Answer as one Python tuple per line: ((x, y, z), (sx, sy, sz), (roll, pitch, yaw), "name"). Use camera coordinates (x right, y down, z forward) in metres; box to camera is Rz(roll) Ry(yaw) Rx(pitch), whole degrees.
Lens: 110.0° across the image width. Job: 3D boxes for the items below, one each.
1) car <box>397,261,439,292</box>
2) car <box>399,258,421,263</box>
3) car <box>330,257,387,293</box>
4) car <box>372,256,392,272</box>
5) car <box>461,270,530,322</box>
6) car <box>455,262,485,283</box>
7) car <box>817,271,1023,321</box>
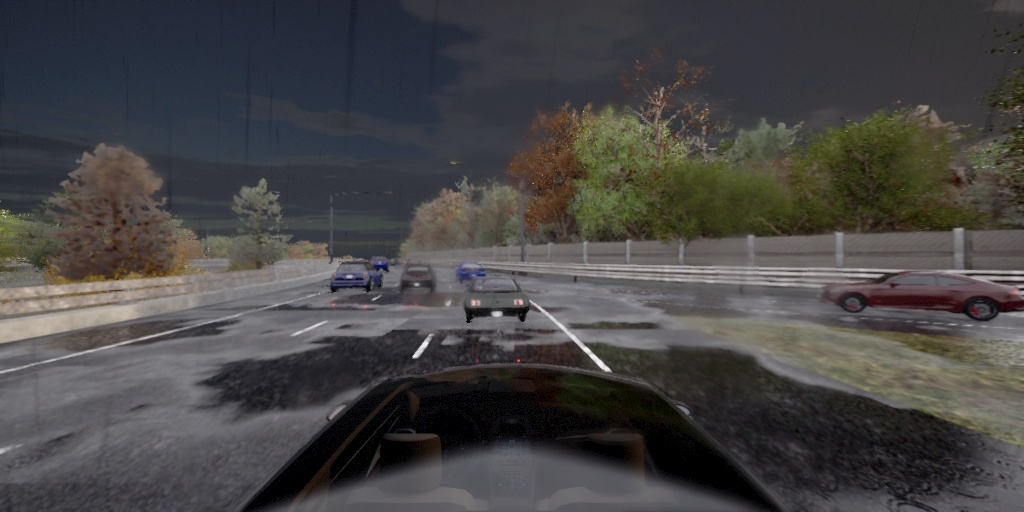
((-5.481, 1.258, 21.415), (1.837, 1.490, 4.892), (0, 0, -10), "car")
((-11.645, 1.250, 42.241), (2.128, 1.511, 4.902), (0, 0, -22), "car")
((-9.033, 1.117, 21.197), (2.097, 1.767, 4.553), (0, 0, -10), "car")
((-17.578, 0.996, 47.042), (2.150, 2.045, 5.566), (0, 0, -25), "car")
((-0.646, 1.345, 12.316), (1.895, 1.301, 4.718), (0, 0, -6), "car")
((-3.245, 1.219, 27.572), (1.882, 1.535, 5.008), (0, 0, -13), "car")
((13.393, 1.224, 12.123), (4.674, 1.442, 1.812), (0, 0, 33), "car")
